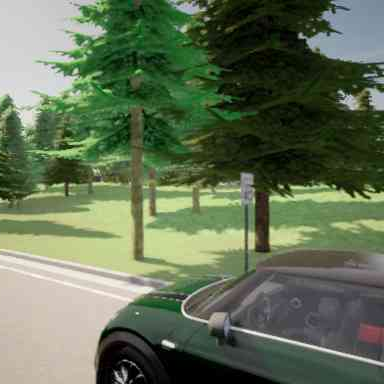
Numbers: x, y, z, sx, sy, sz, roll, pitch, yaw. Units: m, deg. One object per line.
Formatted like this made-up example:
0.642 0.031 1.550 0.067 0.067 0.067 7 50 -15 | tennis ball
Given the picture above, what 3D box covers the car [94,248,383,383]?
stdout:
1.139 1.354 3.181 4.553 1.767 2.097 0 0 36 | car
